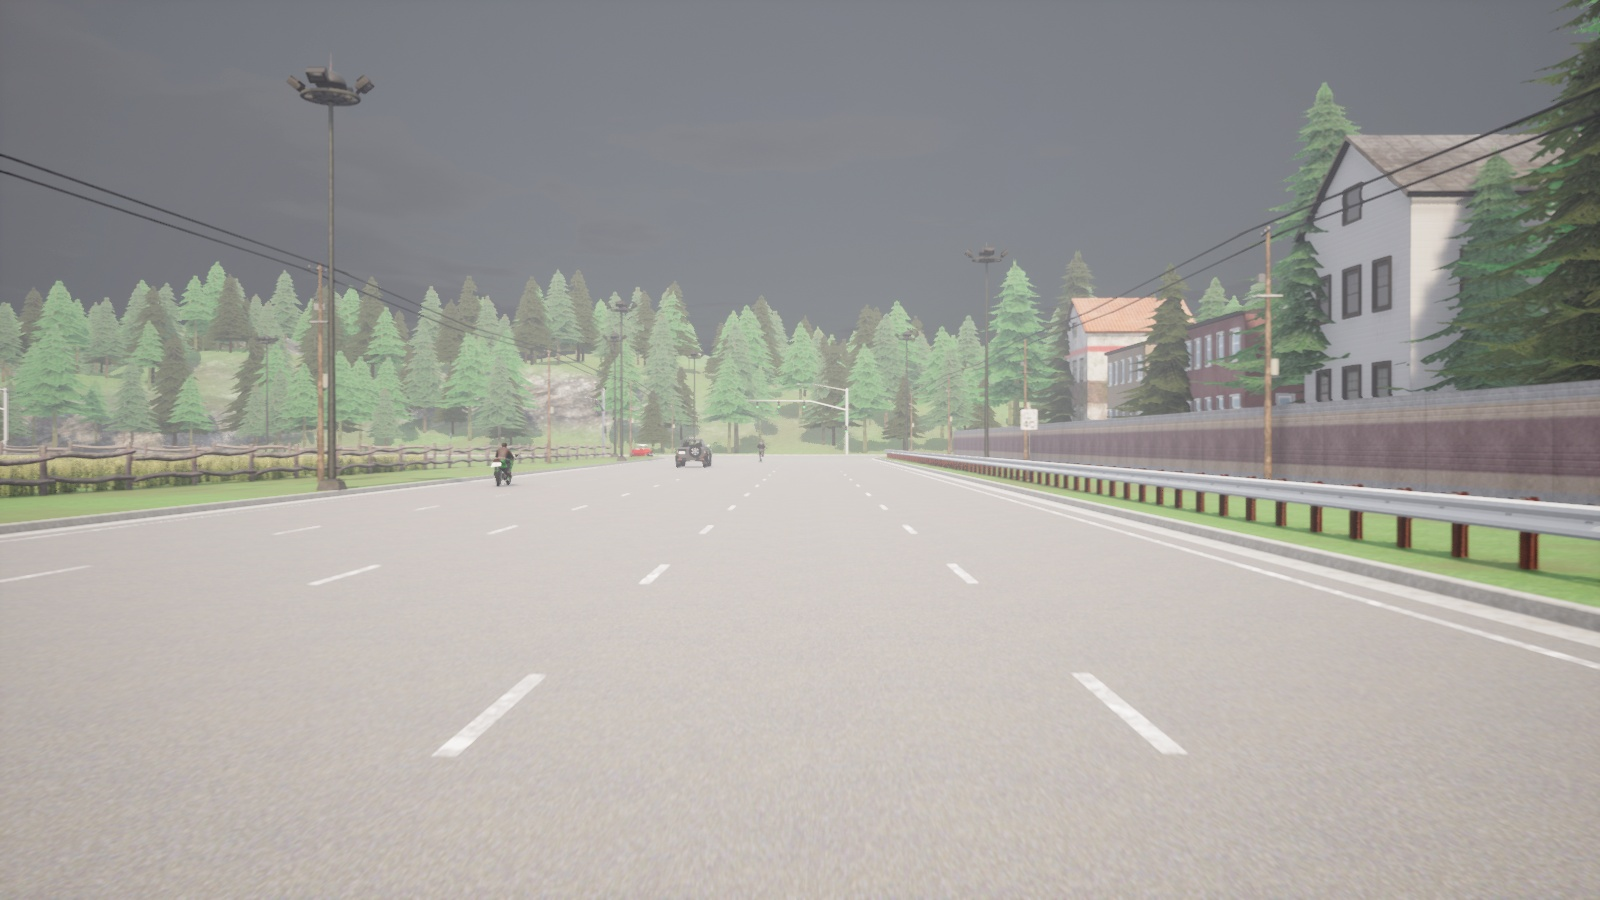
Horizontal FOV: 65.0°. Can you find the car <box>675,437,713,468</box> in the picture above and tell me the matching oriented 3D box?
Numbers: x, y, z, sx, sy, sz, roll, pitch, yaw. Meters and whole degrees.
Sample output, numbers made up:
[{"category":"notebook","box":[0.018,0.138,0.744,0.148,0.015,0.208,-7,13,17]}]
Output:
[{"category":"car","box":[-6.541,0.120,77.753,1.932,1.855,4.605,0,0,0]}]

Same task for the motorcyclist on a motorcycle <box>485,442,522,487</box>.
[{"category":"motorcyclist on a motorcycle","box":[-10.237,0.476,43.388,0.797,1.523,2.044,0,0,0]}]
